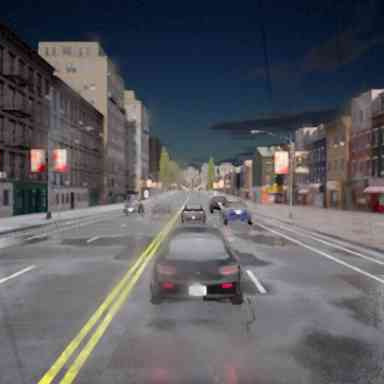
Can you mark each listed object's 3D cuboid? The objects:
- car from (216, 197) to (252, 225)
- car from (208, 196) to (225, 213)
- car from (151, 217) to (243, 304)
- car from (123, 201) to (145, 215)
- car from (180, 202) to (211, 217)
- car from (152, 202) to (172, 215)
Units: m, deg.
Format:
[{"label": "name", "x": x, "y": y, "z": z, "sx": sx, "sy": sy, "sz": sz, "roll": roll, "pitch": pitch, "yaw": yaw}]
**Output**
[{"label": "car", "x": 3.313, "y": 1.505, "z": 25.862, "sx": 2.097, "sy": 1.767, "sz": 4.553, "roll": 0, "pitch": -1, "yaw": 0}, {"label": "car", "x": 3.311, "y": 1.545, "z": 42.198, "sx": 2.150, "sy": 2.045, "sz": 5.566, "roll": 0, "pitch": 0, "yaw": 0}, {"label": "car", "x": 0.100, "y": 1.557, "z": 8.079, "sx": 1.812, "sy": 1.442, "sz": 4.674, "roll": 0, "pitch": 0, "yaw": 0}, {"label": "car", "x": -6.580, "y": 1.770, "z": 38.113, "sx": 2.128, "sy": 1.511, "sz": 4.902, "roll": 0, "pitch": -1, "yaw": 0}, {"label": "car", "x": 0.103, "y": 1.646, "z": 25.993, "sx": 2.128, "sy": 1.511, "sz": 4.902, "roll": 0, "pitch": -1, "yaw": 0}, {"label": "car", "x": -3.330, "y": 1.841, "z": 38.018, "sx": 1.994, "sy": 1.385, "sz": 4.181, "roll": 0, "pitch": -1, "yaw": 0}]
